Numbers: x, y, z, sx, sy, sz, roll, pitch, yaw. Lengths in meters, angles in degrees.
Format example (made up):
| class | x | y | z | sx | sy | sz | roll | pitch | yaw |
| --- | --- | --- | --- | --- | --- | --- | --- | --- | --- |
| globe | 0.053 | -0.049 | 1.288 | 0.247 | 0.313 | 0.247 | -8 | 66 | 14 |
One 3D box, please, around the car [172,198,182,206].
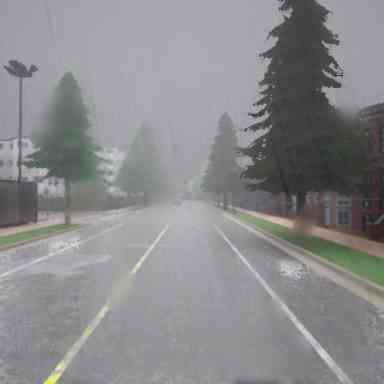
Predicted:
| class | x | y | z | sx | sy | sz | roll | pitch | yaw |
| --- | --- | --- | --- | --- | --- | --- | --- | --- | --- |
| car | -3.487 | 2.223 | 76.194 | 2.097 | 1.767 | 4.553 | 0 | -1 | 0 |
